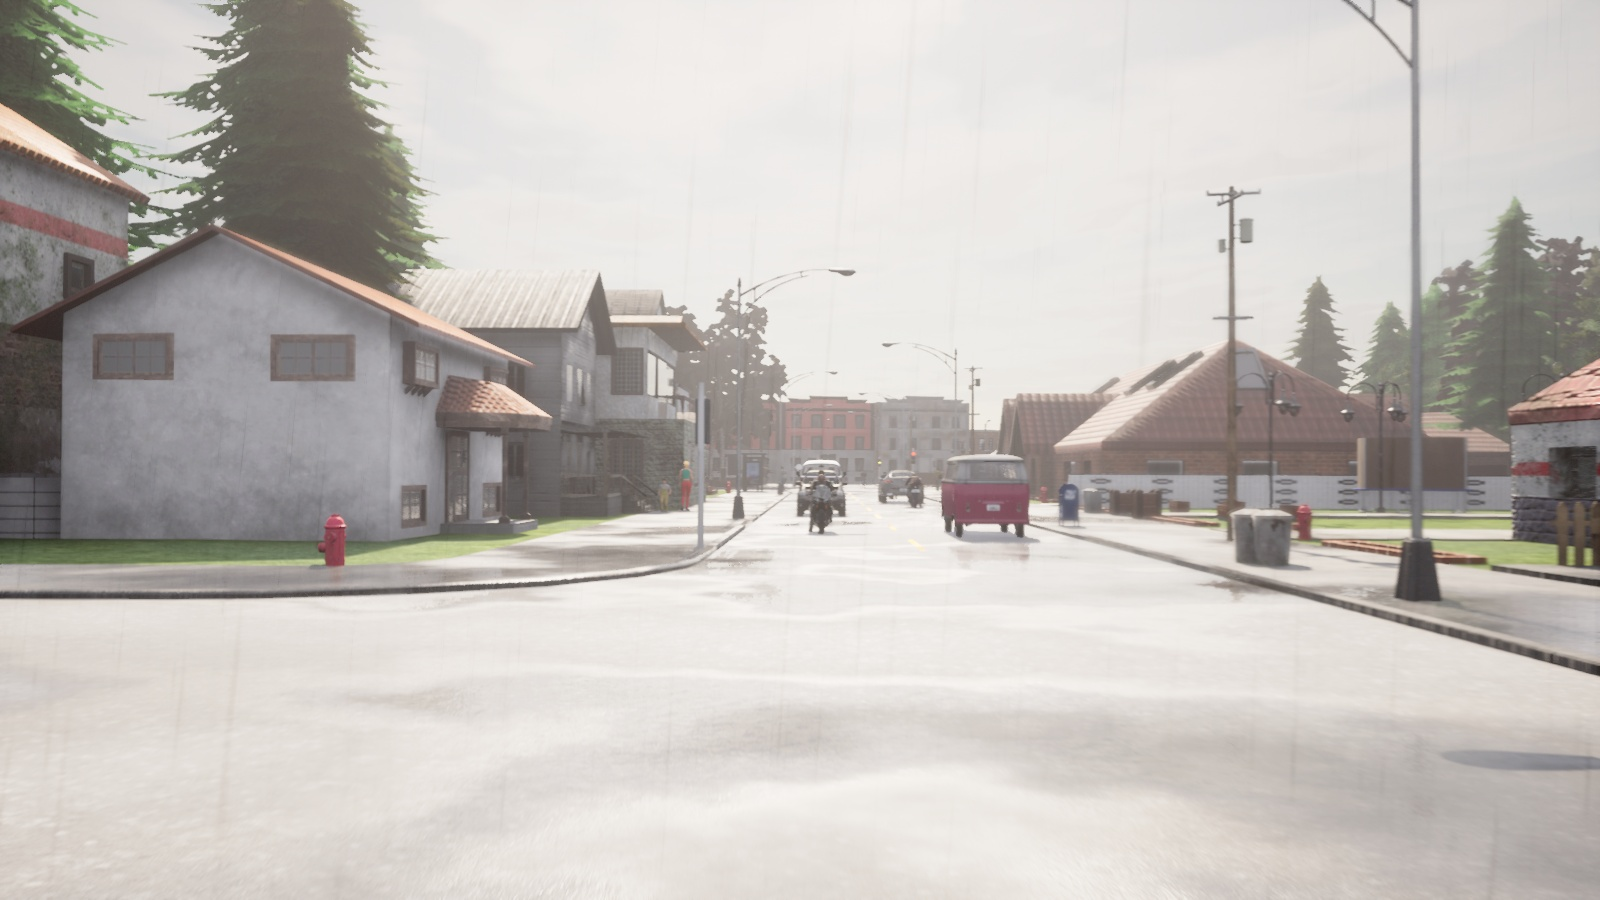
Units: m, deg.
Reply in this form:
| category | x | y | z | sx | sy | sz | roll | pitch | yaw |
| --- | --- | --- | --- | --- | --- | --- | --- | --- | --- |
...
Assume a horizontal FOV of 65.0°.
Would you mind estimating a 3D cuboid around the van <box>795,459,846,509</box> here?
| category | x | y | z | sx | sy | sz | roll | pitch | yaw |
| --- | --- | --- | --- | --- | --- | --- | --- | --- | --- |
| van | 0.863 | 1.426 | 53.269 | 2.069 | 2.038 | 4.480 | 0 | -1 | 1 |

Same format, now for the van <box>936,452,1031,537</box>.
| category | x | y | z | sx | sy | sz | roll | pitch | yaw |
| --- | --- | --- | --- | --- | --- | --- | --- | --- | --- |
| van | 4.517 | 1.076 | 31.492 | 1.775 | 1.987 | 4.442 | 0 | -1 | 1 |

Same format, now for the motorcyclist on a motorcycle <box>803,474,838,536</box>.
| category | x | y | z | sx | sy | sz | roll | pitch | yaw |
| --- | --- | --- | --- | --- | --- | --- | --- | --- | --- |
| motorcyclist on a motorcycle | 0.526 | 1.385 | 32.099 | 0.866 | 1.530 | 2.191 | 0 | -1 | 1 |

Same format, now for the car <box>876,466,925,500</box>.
| category | x | y | z | sx | sy | sz | roll | pitch | yaw |
| --- | --- | --- | --- | --- | --- | --- | --- | --- | --- |
| car | 5.026 | 1.634 | 63.429 | 2.152 | 1.651 | 5.027 | 0 | -1 | 1 |

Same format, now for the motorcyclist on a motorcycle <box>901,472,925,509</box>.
| category | x | y | z | sx | sy | sz | roll | pitch | yaw |
| --- | --- | --- | --- | --- | --- | --- | --- | --- | --- |
| motorcyclist on a motorcycle | 4.884 | 1.741 | 54.455 | 0.866 | 1.530 | 2.191 | 0 | -1 | 1 |

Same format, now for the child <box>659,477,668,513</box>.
| category | x | y | z | sx | sy | sz | roll | pitch | yaw |
| --- | --- | --- | --- | --- | --- | --- | --- | --- | --- |
| child | -4.713 | 1.550 | 43.380 | 0.270 | 1.263 | 0.437 | 0 | -1 | -1 |

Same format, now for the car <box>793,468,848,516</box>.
| category | x | y | z | sx | sy | sz | roll | pitch | yaw |
| --- | --- | --- | --- | --- | --- | --- | --- | --- | --- |
| car | 0.729 | 1.460 | 44.783 | 1.851 | 1.617 | 3.988 | 0 | -1 | 1 |

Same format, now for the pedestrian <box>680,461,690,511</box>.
| category | x | y | z | sx | sy | sz | roll | pitch | yaw |
| --- | --- | --- | --- | --- | --- | --- | --- | --- | --- |
| pedestrian | -4.211 | 1.312 | 46.009 | 0.345 | 1.836 | 0.594 | 0 | -1 | -4 |
